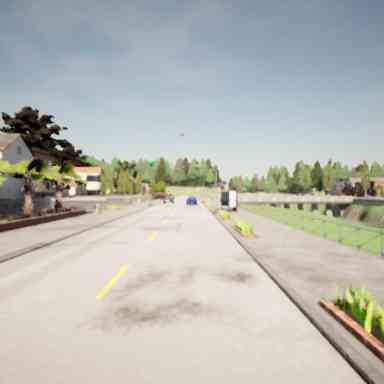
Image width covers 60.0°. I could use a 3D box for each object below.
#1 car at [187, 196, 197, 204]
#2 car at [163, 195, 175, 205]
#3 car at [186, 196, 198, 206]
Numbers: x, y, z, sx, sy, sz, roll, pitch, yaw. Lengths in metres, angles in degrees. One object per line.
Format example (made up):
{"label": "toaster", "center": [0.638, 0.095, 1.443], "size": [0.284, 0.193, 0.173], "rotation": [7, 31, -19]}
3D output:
{"label": "car", "center": [-0.037, 1.497, 65.292], "size": [1.812, 1.442, 4.674], "rotation": [0, 0, 0]}
{"label": "car", "center": [-4.033, 1.308, 57.759], "size": [2.128, 1.511, 4.902], "rotation": [0, 0, 0]}
{"label": "car", "center": [-0.031, 1.453, 54.871], "size": [1.882, 1.535, 5.008], "rotation": [0, 0, 0]}
